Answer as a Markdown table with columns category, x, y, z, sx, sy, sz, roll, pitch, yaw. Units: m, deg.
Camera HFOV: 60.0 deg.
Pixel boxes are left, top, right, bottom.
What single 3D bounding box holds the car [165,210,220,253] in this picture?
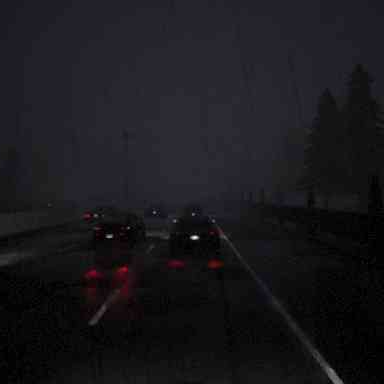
| category | x | y | z | sx | sy | sz | roll | pitch | yaw |
| --- | --- | --- | --- | --- | --- | --- | --- | --- | --- |
| car | 0.104 | 1.695 | 14.459 | 1.994 | 1.385 | 4.181 | 0 | 0 | 0 |

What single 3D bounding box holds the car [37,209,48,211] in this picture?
| category | x | y | z | sx | sy | sz | roll | pitch | yaw |
| --- | --- | --- | --- | --- | --- | --- | --- | --- | --- |
| car | -21.056 | 1.790 | 48.831 | 2.097 | 1.767 | 4.553 | 0 | 0 | 0 |

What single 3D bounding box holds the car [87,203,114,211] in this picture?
| category | x | y | z | sx | sy | sz | roll | pitch | yaw |
| --- | --- | --- | --- | --- | --- | --- | --- | --- | --- |
| car | -6.891 | 1.785 | 26.373 | 2.033 | 1.411 | 5.357 | 0 | -1 | 0 |

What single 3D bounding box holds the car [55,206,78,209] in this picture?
| category | x | y | z | sx | sy | sz | roll | pitch | yaw |
| --- | --- | --- | --- | --- | --- | --- | --- | --- | --- |
| car | -17.568 | 1.914 | 47.110 | 2.128 | 1.511 | 4.902 | 0 | 0 | 0 |

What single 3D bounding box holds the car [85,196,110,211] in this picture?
| category | x | y | z | sx | sy | sz | roll | pitch | yaw |
| --- | --- | --- | --- | --- | --- | --- | --- | --- | --- |
| car | -14.050 | 1.671 | 49.831 | 2.150 | 2.045 | 5.566 | 0 | -1 | 0 |

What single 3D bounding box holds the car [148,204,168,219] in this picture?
| category | x | y | z | sx | sy | sz | roll | pitch | yaw |
| --- | --- | --- | --- | --- | --- | --- | --- | --- | --- |
| car | -3.391 | 1.853 | 32.188 | 1.994 | 1.385 | 4.181 | 0 | -1 | 0 |

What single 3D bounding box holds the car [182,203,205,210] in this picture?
| category | x | y | z | sx | sy | sz | roll | pitch | yaw |
| --- | --- | --- | --- | --- | --- | --- | --- | --- | --- |
| car | 0.110 | 1.790 | 31.769 | 1.837 | 1.490 | 4.892 | 0 | -1 | 0 |

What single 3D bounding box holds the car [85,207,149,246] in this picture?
| category | x | y | z | sx | sy | sz | roll | pitch | yaw |
| --- | --- | --- | --- | --- | --- | --- | --- | --- | --- |
| car | -3.410 | 1.671 | 16.048 | 1.812 | 1.442 | 4.674 | 0 | -1 | 0 |
